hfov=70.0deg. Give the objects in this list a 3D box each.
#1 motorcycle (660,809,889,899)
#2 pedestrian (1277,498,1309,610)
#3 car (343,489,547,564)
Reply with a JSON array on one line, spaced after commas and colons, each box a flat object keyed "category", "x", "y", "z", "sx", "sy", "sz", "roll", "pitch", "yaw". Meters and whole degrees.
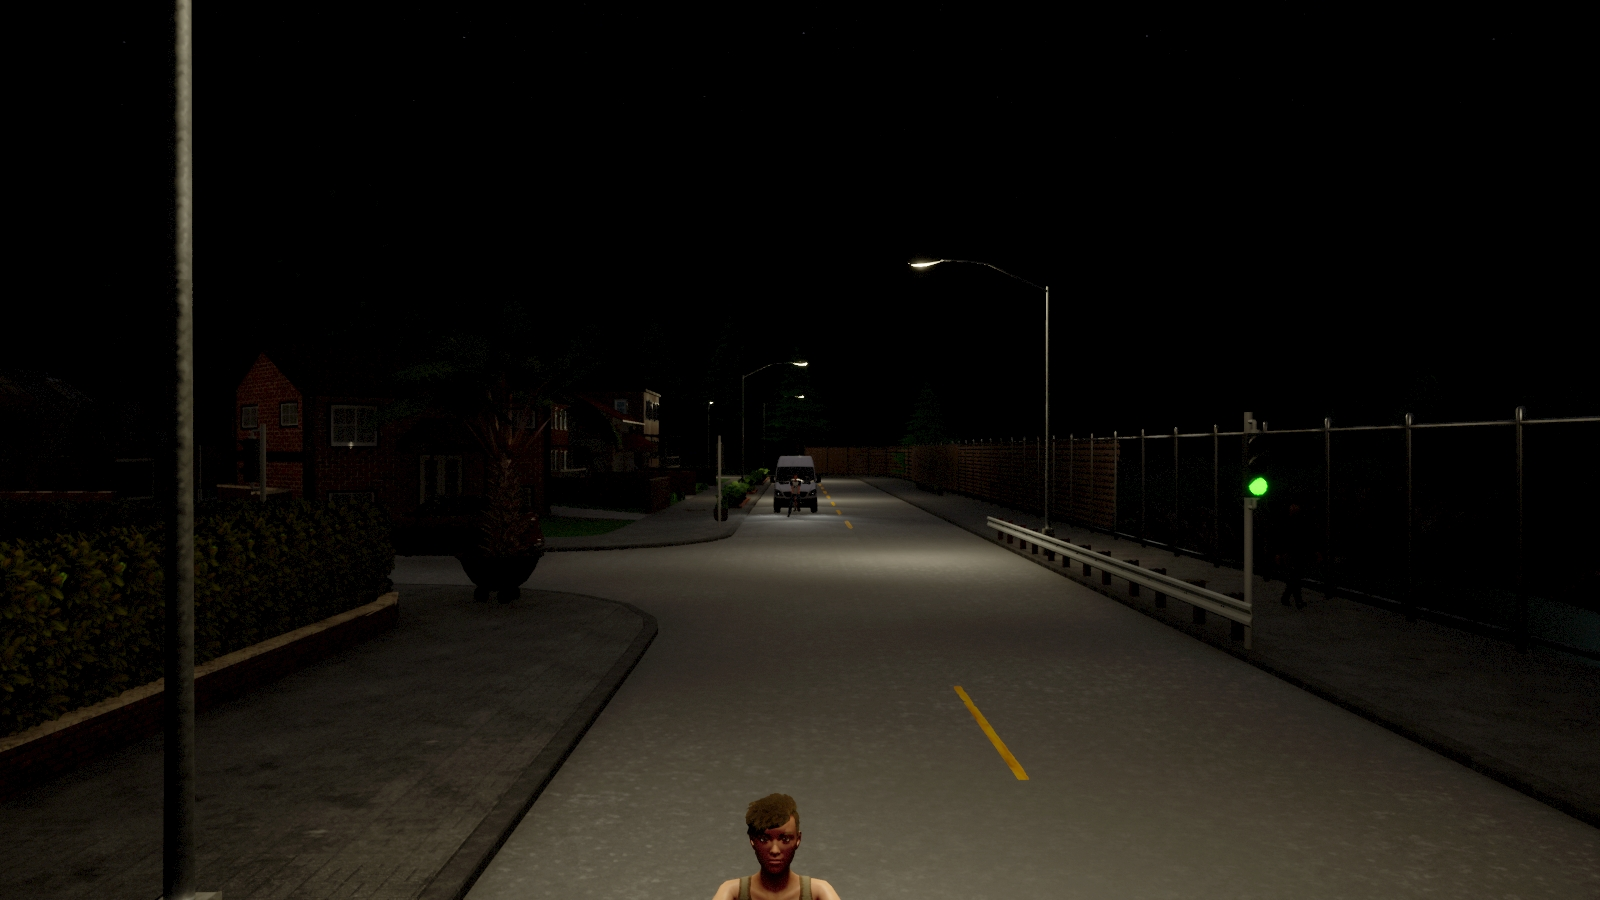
[{"category": "motorcycle", "x": -0.084, "y": 2.157, "z": 3.590, "sx": 0.764, "sy": 1.307, "sz": 2.356, "roll": 0, "pitch": 0, "yaw": -1}, {"category": "pedestrian", "x": 8.319, "y": 1.752, "z": 19.290, "sx": 0.375, "sy": 1.860, "sz": 0.375, "roll": 0, "pitch": 0, "yaw": 1}, {"category": "car", "x": -9.004, "y": 1.916, "z": 29.273, "sx": 4.553, "sy": 1.767, "sz": 2.097, "roll": 0, "pitch": 0, "yaw": 2}]
